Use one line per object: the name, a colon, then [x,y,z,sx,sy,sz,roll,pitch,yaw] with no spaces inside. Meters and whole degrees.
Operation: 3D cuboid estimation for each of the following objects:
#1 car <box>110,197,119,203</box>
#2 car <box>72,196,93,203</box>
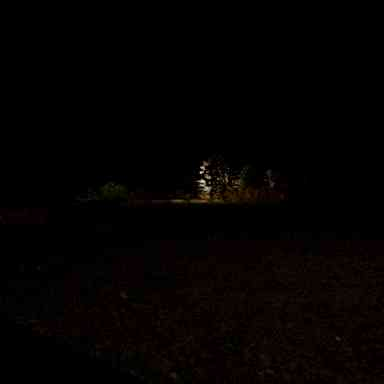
car: [-15.419,1.713,70.992,1.994,1.385,4.181,0,0,34]
car: [-23.486,1.659,71.546,1.812,1.442,4.674,0,0,34]
